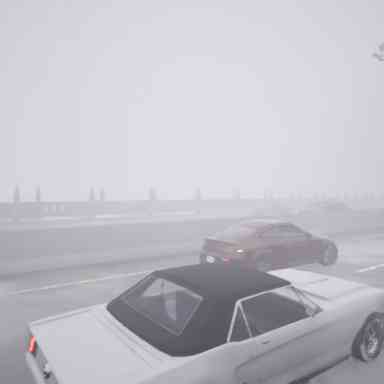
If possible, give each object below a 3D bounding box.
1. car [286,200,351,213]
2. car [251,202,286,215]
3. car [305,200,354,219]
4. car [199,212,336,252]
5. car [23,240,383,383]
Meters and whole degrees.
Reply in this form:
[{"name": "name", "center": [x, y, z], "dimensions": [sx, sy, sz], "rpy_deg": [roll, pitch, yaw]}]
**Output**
[{"name": "car", "center": [9.176, 1.378, 23.540], "dimensions": [4.553, 1.767, 2.097], "rpy_deg": [0, 0, -36]}, {"name": "car", "center": [7.497, 1.600, 30.954], "dimensions": [4.181, 1.385, 1.994], "rpy_deg": [0, 0, -36]}, {"name": "car", "center": [12.601, 1.537, 30.315], "dimensions": [4.892, 1.490, 1.837], "rpy_deg": [0, 0, -36]}, {"name": "car", "center": [2.338, 1.537, 9.765], "dimensions": [4.674, 1.442, 1.812], "rpy_deg": [0, 0, -36]}, {"name": "car", "center": [0.611, 1.606, 4.220], "dimensions": [4.718, 1.301, 1.895], "rpy_deg": [0, 0, -35]}]
